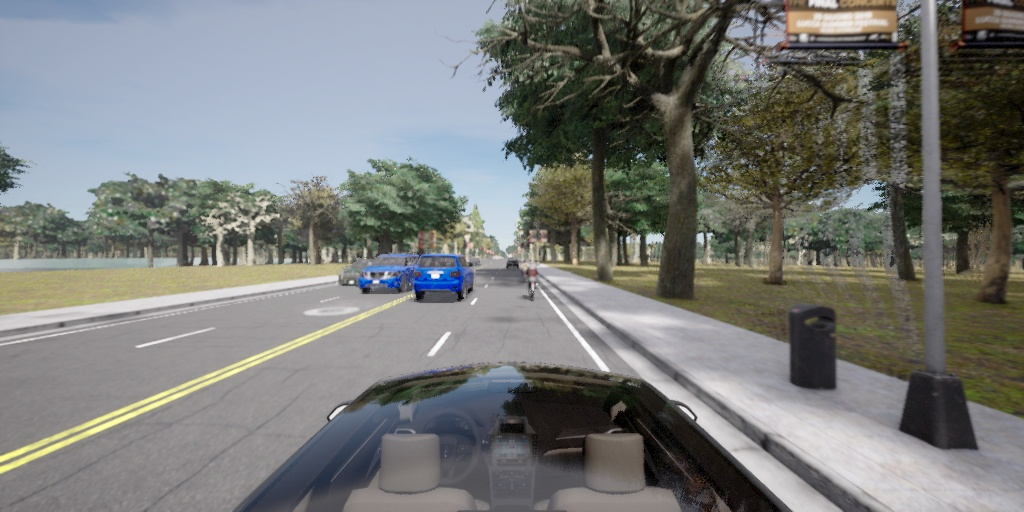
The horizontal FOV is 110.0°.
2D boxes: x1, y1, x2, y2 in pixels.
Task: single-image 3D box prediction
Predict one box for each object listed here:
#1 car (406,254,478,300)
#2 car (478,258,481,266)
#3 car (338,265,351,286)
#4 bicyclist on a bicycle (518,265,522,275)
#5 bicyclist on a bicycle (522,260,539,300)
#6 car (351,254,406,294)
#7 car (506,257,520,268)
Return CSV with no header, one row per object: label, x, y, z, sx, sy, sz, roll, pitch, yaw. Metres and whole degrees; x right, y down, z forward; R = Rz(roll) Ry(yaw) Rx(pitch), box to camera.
car,-3.148,0.909,17.389,2.150,2.045,5.566,0,0,0
car,-6.520,1.007,62.520,1.837,1.490,4.892,0,0,1
car,-9.839,1.012,24.253,2.097,1.767,4.553,0,0,0
bicyclist on a bicycle,0.884,1.091,25.273,0.866,1.612,1.509,0,0,0
bicyclist on a bicycle,0.897,1.064,15.946,0.659,1.776,1.843,0,1,0
car,-6.594,0.898,20.177,2.150,2.045,5.566,0,0,0
car,0.107,1.040,53.652,1.837,1.490,4.892,0,0,0
